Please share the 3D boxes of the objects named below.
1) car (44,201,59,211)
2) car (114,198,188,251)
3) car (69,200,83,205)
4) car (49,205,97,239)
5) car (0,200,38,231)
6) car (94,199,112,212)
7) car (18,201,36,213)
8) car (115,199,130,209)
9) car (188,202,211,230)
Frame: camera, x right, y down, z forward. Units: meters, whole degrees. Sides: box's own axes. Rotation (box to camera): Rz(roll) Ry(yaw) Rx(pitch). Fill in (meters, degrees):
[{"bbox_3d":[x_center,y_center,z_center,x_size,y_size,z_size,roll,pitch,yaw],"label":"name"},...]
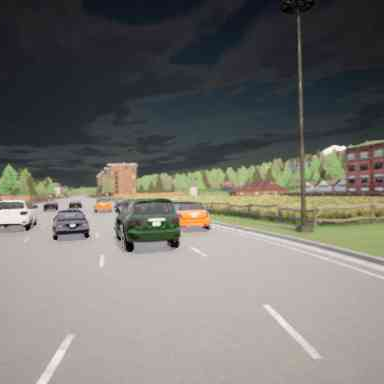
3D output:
[{"bbox_3d":[-21.674,2.097,51.492,1.882,1.535,5.008,-2,0,-18],"label":"car"},{"bbox_3d":[-2.115,1.288,14.789,2.150,2.045,5.566,-1,0,-18],"label":"car"},{"bbox_3d":[-18.162,2.003,52.018,1.882,1.535,5.008,-2,0,-18],"label":"car"},{"bbox_3d":[-6.915,1.747,18.960,2.033,1.411,5.357,-1,0,-22],"label":"car"},{"bbox_3d":[-12.391,1.571,23.570,2.150,2.045,5.566,-2,0,-19],"label":"car"},{"bbox_3d":[-12.037,1.707,44.668,2.097,1.767,4.553,-2,0,-18],"label":"car"},{"bbox_3d":[-25.026,2.235,50.492,1.812,1.442,4.674,-2,0,-18],"label":"car"},{"bbox_3d":[-11.199,1.864,53.257,1.812,1.442,4.674,-2,0,-18],"label":"car"},{"bbox_3d":[-0.504,1.380,20.796,2.097,1.767,4.553,-2,0,-17],"label":"car"}]
